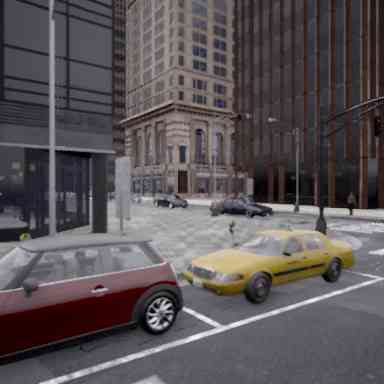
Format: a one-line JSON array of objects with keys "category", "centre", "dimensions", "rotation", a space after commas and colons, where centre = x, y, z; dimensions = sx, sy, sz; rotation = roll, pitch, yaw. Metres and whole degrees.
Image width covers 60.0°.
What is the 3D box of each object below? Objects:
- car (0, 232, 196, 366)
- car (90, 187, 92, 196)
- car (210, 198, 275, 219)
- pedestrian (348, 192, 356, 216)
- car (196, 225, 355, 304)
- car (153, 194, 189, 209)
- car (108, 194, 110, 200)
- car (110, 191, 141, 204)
[{"category": "car", "centre": [-2.220, 1.439, 5.066], "dimensions": [4.097, 1.590, 1.967], "rotation": [0, 0, -35]}, {"category": "car", "centre": [-17.738, 0.077, 61.340], "dimensions": [2.150, 2.045, 5.566], "rotation": [0, 1, -36]}, {"category": "car", "centre": [3.719, 1.185, 25.770], "dimensions": [2.033, 1.411, 5.357], "rotation": [0, 1, -41]}, {"category": "pedestrian", "centre": [11.986, 0.877, 25.029], "dimensions": [0.375, 1.860, 0.375], "rotation": [1, -1, -36]}, {"category": "car", "centre": [2.084, 1.520, 8.136], "dimensions": [4.829, 1.417, 1.752], "rotation": [0, 0, -36]}, {"category": "car", "centre": [-2.207, 0.944, 34.137], "dimensions": [1.837, 1.490, 4.892], "rotation": [0, 1, -36]}, {"category": "car", "centre": [-11.688, 0.550, 52.877], "dimensions": [1.837, 1.490, 4.892], "rotation": [0, 1, -36]}, {"category": "car", "centre": [-8.202, 0.735, 42.534], "dimensions": [2.128, 1.511, 4.902], "rotation": [0, 1, -36]}]
